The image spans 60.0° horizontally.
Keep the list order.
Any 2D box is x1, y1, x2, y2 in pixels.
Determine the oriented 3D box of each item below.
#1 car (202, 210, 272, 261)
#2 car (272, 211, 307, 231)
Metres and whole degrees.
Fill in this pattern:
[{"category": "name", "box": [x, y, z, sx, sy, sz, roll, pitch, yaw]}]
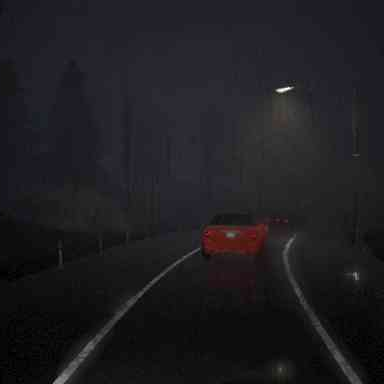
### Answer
[{"category": "car", "box": [1.857, 1.495, 13.003, 2.097, 1.767, 4.553, 0, -1, 16]}, {"category": "car", "box": [7.316, 2.147, 25.407, 2.033, 1.411, 5.357, 1, -2, 32]}]
